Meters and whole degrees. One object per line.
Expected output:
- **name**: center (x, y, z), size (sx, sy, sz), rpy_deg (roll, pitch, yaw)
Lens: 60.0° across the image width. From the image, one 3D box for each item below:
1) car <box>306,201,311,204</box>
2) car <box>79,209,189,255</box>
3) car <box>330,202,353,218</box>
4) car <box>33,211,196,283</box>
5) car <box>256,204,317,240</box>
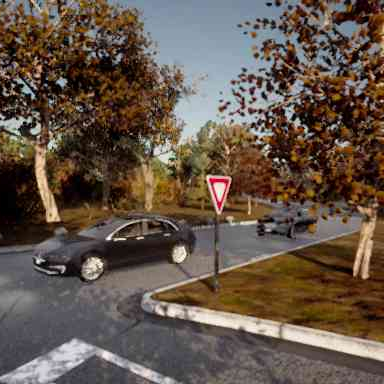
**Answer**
- **car**: center (12.609, 1.809, 36.000), size (1.837, 1.490, 4.892), rpy_deg (1, 0, 19)
- **car**: center (-2.264, 1.519, 13.812), size (1.994, 1.385, 4.181), rpy_deg (1, 0, 40)
- **car**: center (15.689, 1.837, 35.075), size (1.837, 1.490, 4.892), rpy_deg (1, 0, 19)
- **car**: center (-1.994, 1.464, 9.761), size (4.892, 1.490, 1.837), rpy_deg (1, 0, -45)
- **car**: center (5.130, 1.570, 17.728), size (2.128, 1.511, 4.902), rpy_deg (1, 0, 38)
